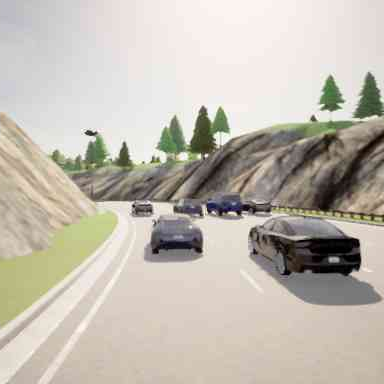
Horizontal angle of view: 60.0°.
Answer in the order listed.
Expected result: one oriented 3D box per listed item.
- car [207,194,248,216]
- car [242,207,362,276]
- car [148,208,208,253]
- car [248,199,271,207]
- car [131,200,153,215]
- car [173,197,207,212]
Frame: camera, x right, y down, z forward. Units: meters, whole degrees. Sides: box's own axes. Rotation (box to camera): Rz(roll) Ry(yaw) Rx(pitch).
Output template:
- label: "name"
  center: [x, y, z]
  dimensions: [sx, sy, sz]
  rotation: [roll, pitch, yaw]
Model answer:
- label: "car"
  center: [3.046, 1.220, 32.339]
  dimensions: [2.150, 2.045, 5.566]
  rotation: [0, 0, -15]
- label: "car"
  center: [3.154, 1.455, 10.338]
  dimensions: [1.882, 1.535, 5.008]
  rotation: [0, 0, -5]
- label: "car"
  center: [-0.730, 1.584, 13.913]
  dimensions: [1.994, 1.385, 4.181]
  rotation: [-1, 0, -7]
- label: "car"
  center: [6.234, 1.459, 33.699]
  dimensions: [2.128, 1.511, 4.902]
  rotation: [0, 0, -15]
- label: "car"
  center: [-5.340, 1.578, 35.299]
  dimensions: [2.128, 1.511, 4.902]
  rotation: [0, 0, -17]
- label: "car"
  center: [-0.481, 1.386, 31.677]
  dimensions: [2.097, 1.767, 4.553]
  rotation: [-1, 0, -14]
